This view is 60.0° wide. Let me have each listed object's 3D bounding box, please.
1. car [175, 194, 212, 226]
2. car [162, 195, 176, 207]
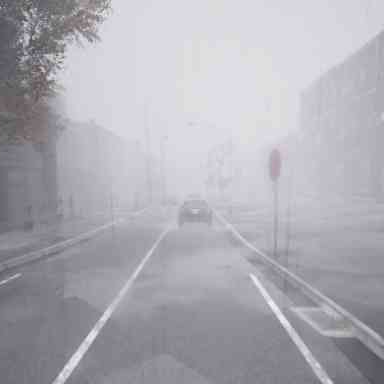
[{"bbox_3d":[0.218,1.213,22.190,2.097,1.767,4.553,0,1,0],"label":"car"},{"bbox_3d":[-2.775,1.147,43.594,2.033,1.411,5.357,0,1,1],"label":"car"}]
